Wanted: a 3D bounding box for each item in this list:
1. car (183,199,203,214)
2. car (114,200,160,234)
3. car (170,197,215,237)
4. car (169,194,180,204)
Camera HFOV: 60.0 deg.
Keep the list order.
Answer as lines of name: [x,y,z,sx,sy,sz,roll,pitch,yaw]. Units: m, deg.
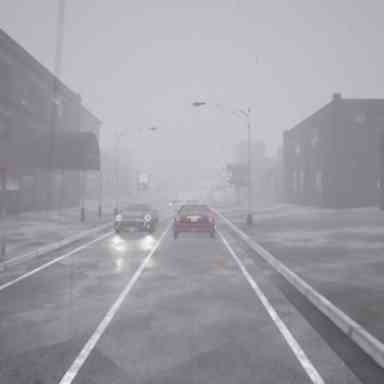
car: [0.094,1.510,36.549,2.033,1.411,5.357,0,0,0]
car: [-3.098,1.359,19.397,2.097,1.767,4.553,0,0,0]
car: [0.099,1.357,18.260,2.097,1.767,4.553,0,0,0]
car: [-3.040,1.215,60.823,2.097,1.767,4.553,0,0,1]
